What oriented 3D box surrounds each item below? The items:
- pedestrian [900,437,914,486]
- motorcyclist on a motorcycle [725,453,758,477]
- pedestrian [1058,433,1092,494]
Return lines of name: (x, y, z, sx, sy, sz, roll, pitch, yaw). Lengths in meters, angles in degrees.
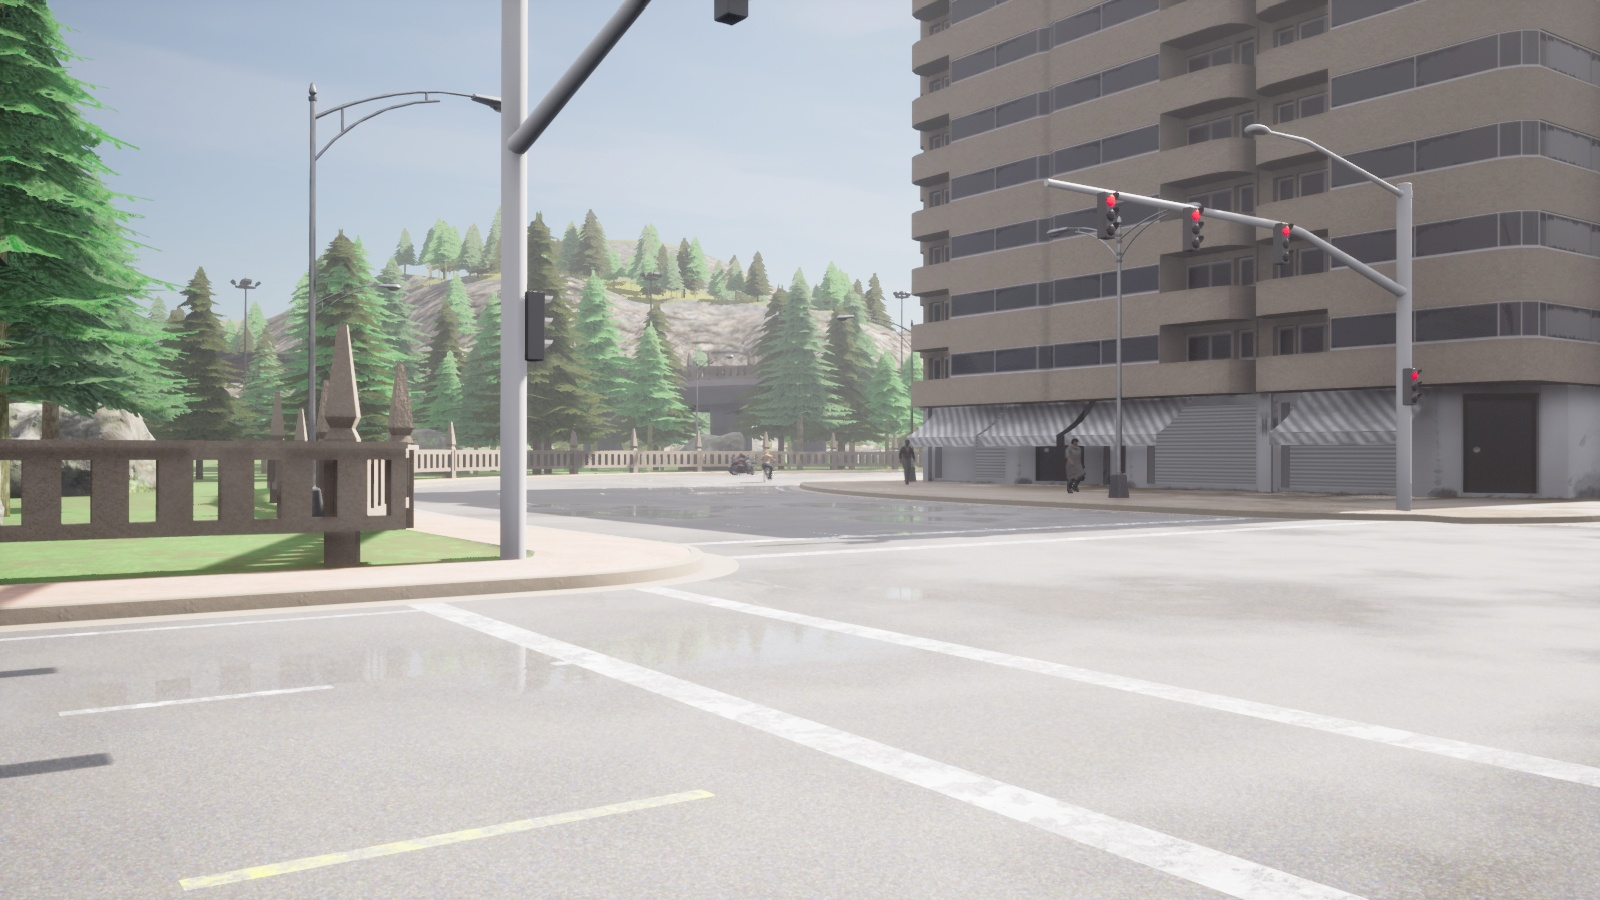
pedestrian: (4.303, 0.458, 50.497, 0.402, 1.930, 0.666, 0, 0, -8)
motorcyclist on a motorcycle: (-3.729, 0.928, 80.127, 0.866, 1.530, 2.191, 0, 0, 39)
pedestrian: (8.903, 0.435, 40.701, 0.659, 1.952, 0.873, 0, 0, -26)
